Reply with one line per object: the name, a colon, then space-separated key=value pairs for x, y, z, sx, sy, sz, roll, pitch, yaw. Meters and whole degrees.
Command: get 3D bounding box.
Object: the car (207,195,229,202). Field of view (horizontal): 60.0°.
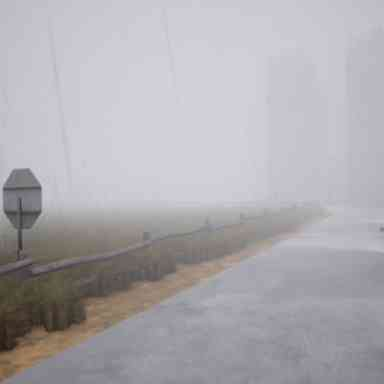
car: x=6.123 y=1.795 z=83.182 sx=4.611 sy=1.667 sz=2.242 roll=-1 pitch=0 yaw=29
